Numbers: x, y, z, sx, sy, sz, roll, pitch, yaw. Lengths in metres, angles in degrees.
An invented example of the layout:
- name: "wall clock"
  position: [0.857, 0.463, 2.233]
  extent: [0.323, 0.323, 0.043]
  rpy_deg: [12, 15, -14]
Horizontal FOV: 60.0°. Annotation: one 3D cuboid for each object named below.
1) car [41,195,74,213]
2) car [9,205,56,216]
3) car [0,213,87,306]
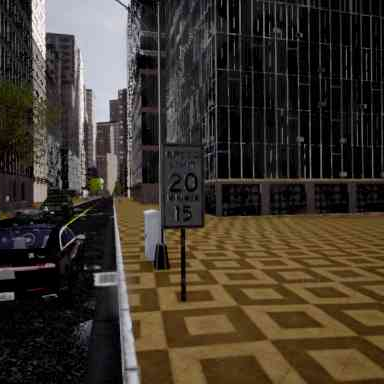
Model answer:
- name: "car"
  position: [-11.487, 1.267, 28.524]
  extent: [2.150, 2.045, 5.566]
  rpy_deg: [-1, 0, -13]
- name: "car"
  position: [-9.044, 1.636, 18.225]
  extent: [1.895, 1.301, 4.718]
  rpy_deg: [-1, 0, -13]
- name: "car"
  position: [-3.630, 1.496, 7.794]
  extent: [2.128, 1.511, 4.902]
  rpy_deg: [-1, 0, -13]
